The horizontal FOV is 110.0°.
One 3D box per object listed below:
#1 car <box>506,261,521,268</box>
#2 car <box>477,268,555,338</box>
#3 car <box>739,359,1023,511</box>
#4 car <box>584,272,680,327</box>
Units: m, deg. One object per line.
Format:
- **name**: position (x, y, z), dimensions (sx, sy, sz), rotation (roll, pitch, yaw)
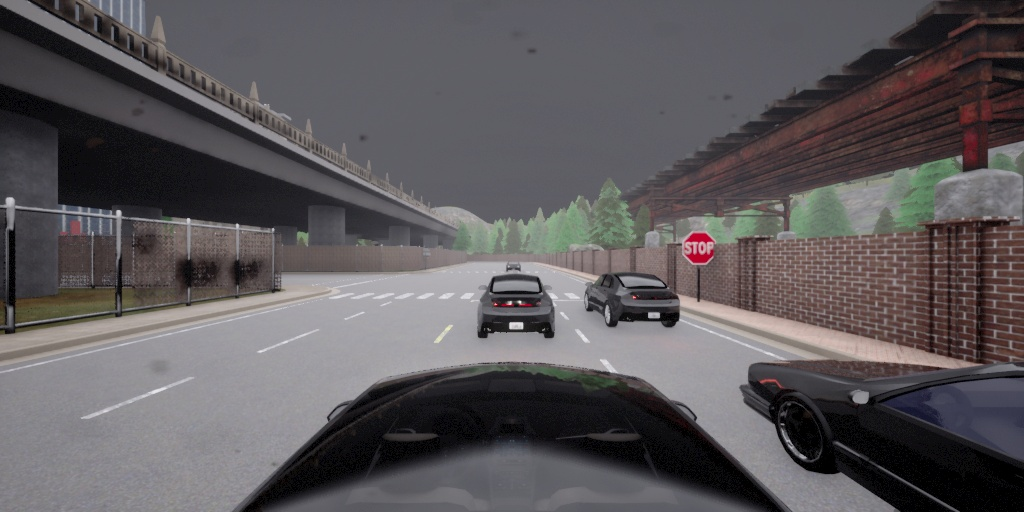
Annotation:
- **car**: position (0.168, 1.351, 46.370), dimensions (1.895, 1.301, 4.718), rotation (0, 0, -1)
- **car**: position (0.096, 1.255, 10.126), dimensions (1.837, 1.490, 4.892), rotation (0, 0, 0)
- **car**: position (3.600, 1.297, 1.741), dimensions (2.033, 1.411, 5.357), rotation (0, 0, 0)
- **car**: position (3.597, 1.255, 11.487), dimensions (1.837, 1.490, 4.892), rotation (0, 0, 0)
